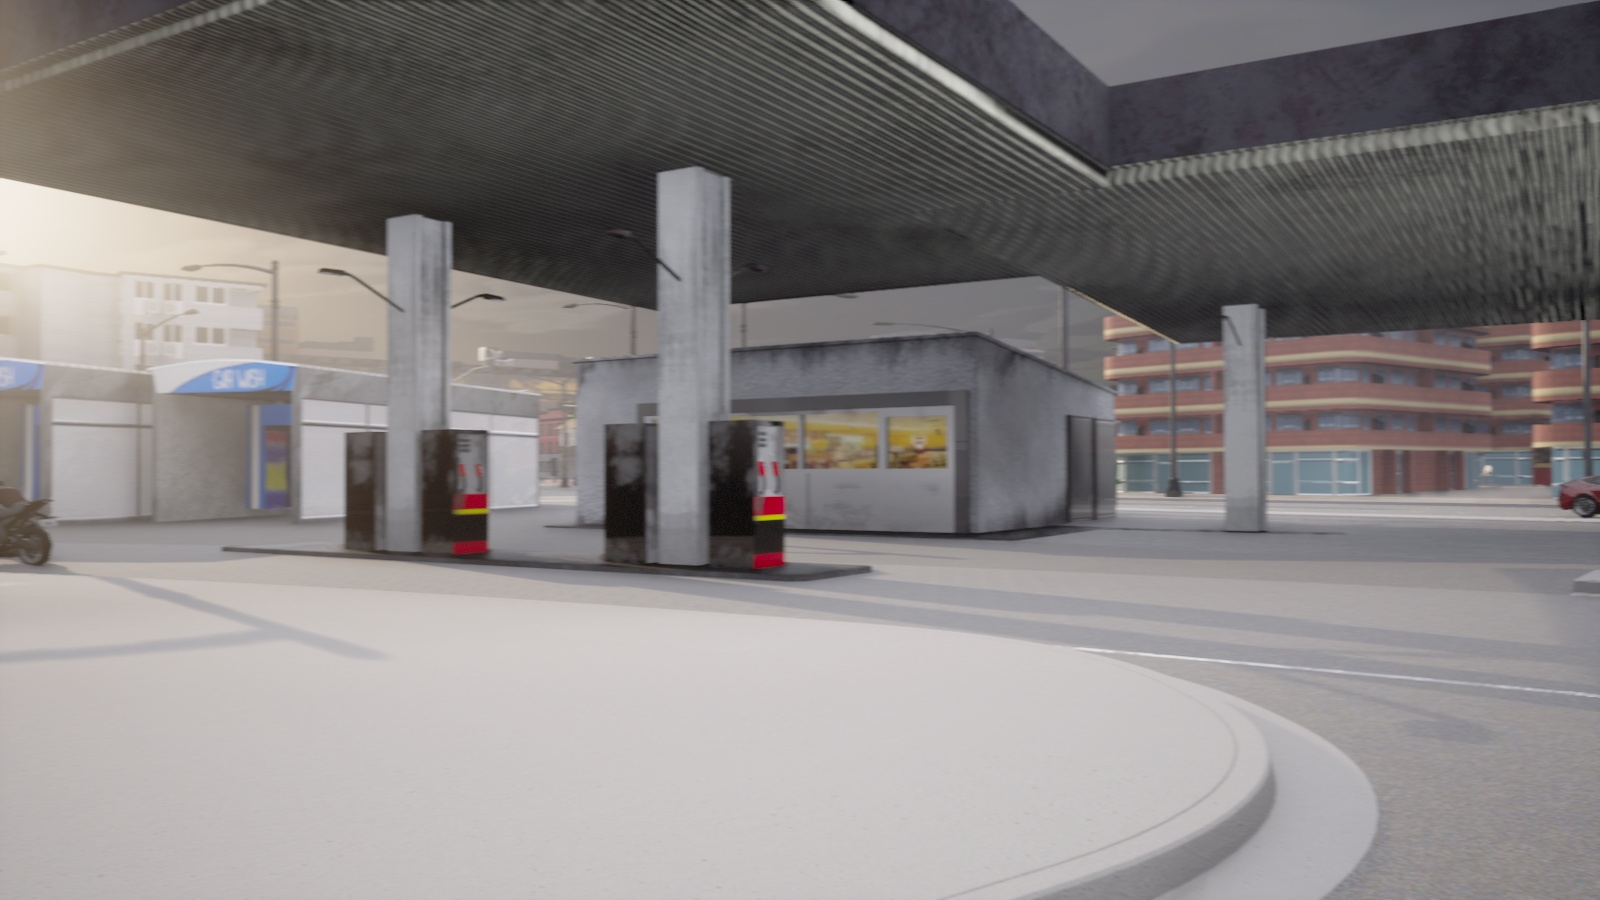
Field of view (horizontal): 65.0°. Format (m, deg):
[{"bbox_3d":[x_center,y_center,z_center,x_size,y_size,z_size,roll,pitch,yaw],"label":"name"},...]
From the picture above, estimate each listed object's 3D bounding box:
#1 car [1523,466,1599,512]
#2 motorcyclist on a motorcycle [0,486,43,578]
[{"bbox_3d":[26.481,1.244,40.730,2.163,1.488,4.792,0,-1,-41],"label":"car"},{"bbox_3d":[-14.282,1.395,21.667,2.191,1.530,0.866,-1,-1,18],"label":"motorcyclist on a motorcycle"}]
